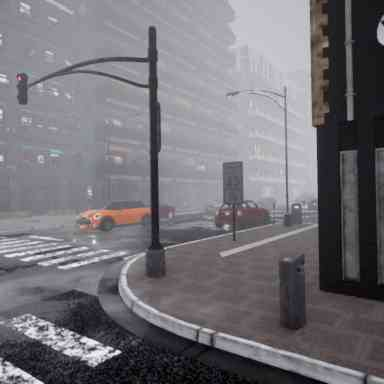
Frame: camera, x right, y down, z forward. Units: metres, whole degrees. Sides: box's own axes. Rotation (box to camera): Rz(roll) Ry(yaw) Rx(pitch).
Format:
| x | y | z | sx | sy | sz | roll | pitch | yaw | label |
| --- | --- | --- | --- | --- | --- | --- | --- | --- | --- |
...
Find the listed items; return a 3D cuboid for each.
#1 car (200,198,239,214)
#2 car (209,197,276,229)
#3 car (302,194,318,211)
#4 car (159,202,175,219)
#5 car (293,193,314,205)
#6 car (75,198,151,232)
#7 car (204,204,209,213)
| x | y | z | sx | sy | sz | roll | pitch | yaw | label |
| --- | --- | --- | --- | --- | --- | --- | --- | --- | --- |
| 2.885 | 1.384 | 33.848 | 2.008 | 1.369 | 4.403 | -1 | 0 | 36 | car |
| 3.079 | 1.200 | 19.695 | 1.967 | 1.590 | 4.097 | -1 | 0 | 36 | car |
| 12.993 | 1.196 | 33.494 | 1.947 | 1.339 | 4.313 | -1 | 0 | 36 | car |
| -3.136 | 1.458 | 25.735 | 1.887 | 1.381 | 4.507 | -1 | 0 | 36 | car |
| 15.861 | 1.204 | 47.130 | 1.994 | 1.385 | 4.181 | -1 | 0 | 36 | car |
| -4.484 | 1.263 | 19.351 | 2.097 | 1.767 | 4.553 | -1 | 0 | 36 | car |
| 3.389 | 1.330 | 30.148 | 1.812 | 1.442 | 4.674 | -1 | 0 | 36 | car |
